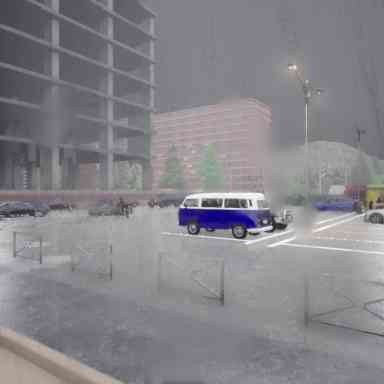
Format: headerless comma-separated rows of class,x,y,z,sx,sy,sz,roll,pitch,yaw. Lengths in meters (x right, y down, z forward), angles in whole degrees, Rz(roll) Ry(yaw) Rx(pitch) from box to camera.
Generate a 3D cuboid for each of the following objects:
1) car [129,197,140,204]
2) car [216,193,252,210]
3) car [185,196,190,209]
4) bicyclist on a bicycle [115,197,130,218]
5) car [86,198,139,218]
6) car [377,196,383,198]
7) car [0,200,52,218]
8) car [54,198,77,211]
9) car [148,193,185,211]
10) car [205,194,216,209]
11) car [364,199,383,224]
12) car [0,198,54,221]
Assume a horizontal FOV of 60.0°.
car,-9.352,1.436,45.524,2.128,1.511,4.902,0,0,35
car,6.244,1.170,49.171,2.150,2.045,5.566,0,0,36
car,-3.228,1.166,54.147,2.150,2.045,5.566,0,0,35
bicyclist on a bicycle,-5.455,1.248,25.923,1.656,1.620,0.582,0,0,35
car,-7.218,1.508,29.987,1.994,1.385,4.181,0,0,35
car,16.501,1.153,26.010,4.605,1.855,1.932,0,0,36
car,-15.811,1.492,30.296,2.033,1.411,5.357,0,0,35
car,-15.272,1.436,37.136,2.128,1.511,4.902,0,0,35
car,-3.818,1.166,47.284,2.150,2.045,5.566,0,0,35
car,4.485,1.451,52.679,1.837,1.490,4.892,0,0,35
car,13.297,1.395,21.444,3.806,1.475,1.970,0,0,36
car,-14.037,1.436,26.380,2.128,1.511,4.902,0,0,35
